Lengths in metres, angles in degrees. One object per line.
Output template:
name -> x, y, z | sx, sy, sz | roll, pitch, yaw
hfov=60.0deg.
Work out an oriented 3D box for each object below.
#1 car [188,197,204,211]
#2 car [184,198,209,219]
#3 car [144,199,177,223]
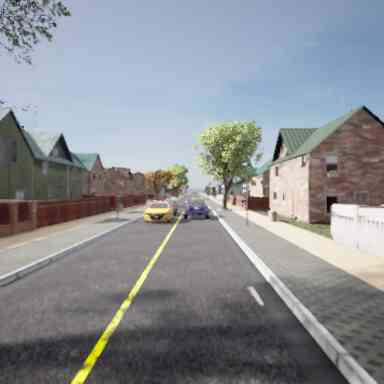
car -> 0.551, 1.461, 41.846 | 1.882, 1.535, 5.008 | 0, 0, 1
car -> 0.415, 1.344, 29.377 | 2.097, 1.767, 4.553 | 0, 0, 1
car -> -2.442, 1.470, 25.525 | 1.882, 1.535, 5.008 | 0, 0, 1
